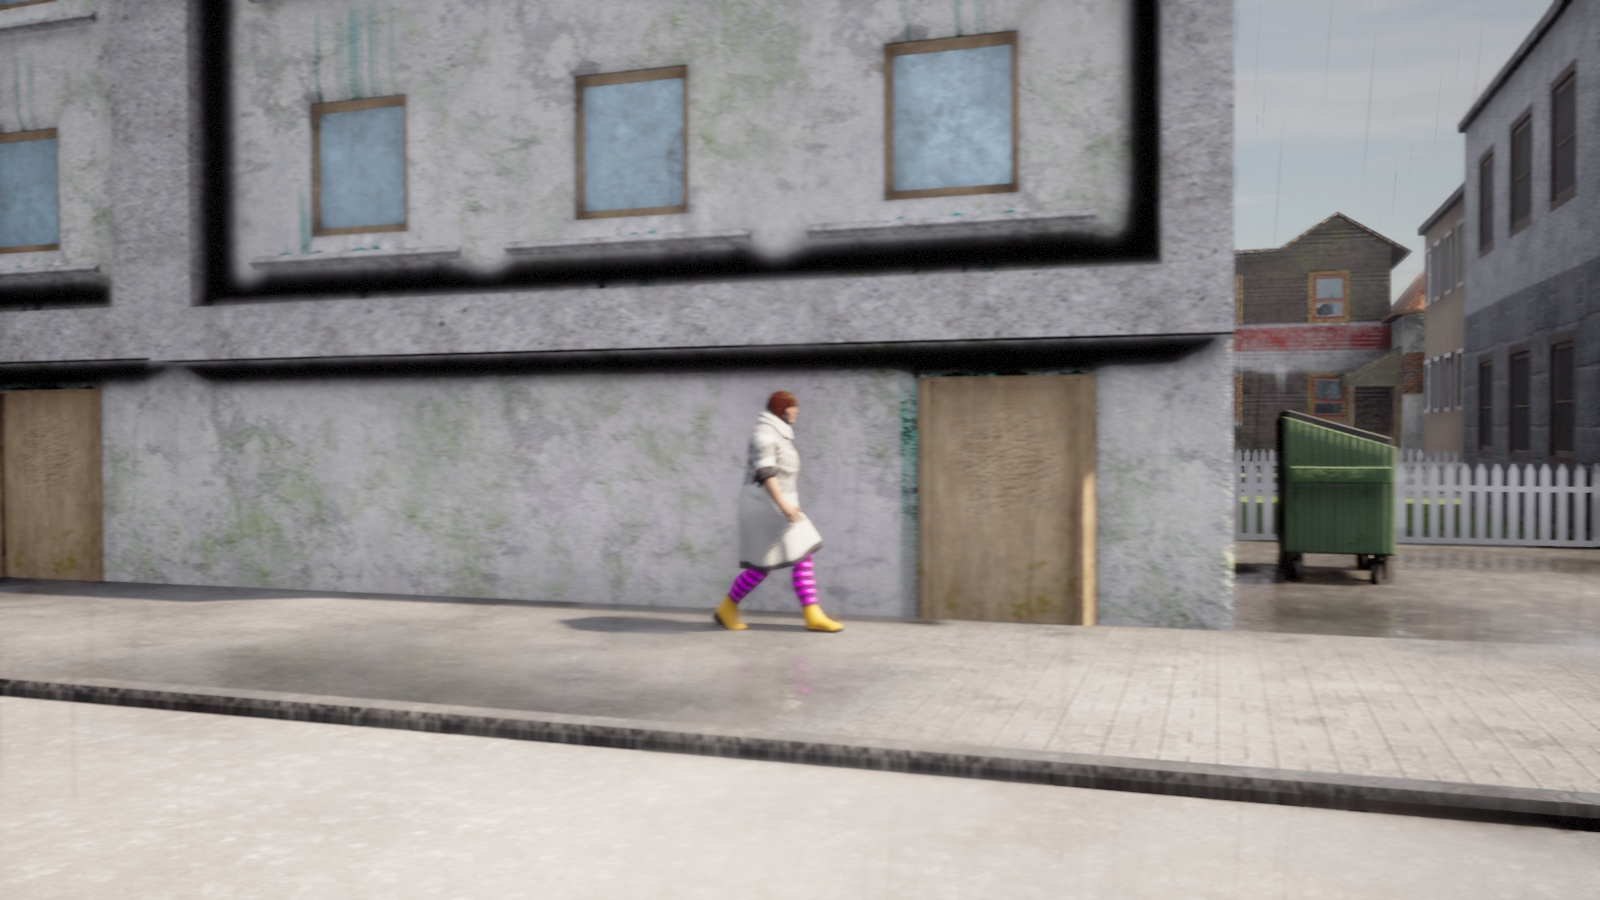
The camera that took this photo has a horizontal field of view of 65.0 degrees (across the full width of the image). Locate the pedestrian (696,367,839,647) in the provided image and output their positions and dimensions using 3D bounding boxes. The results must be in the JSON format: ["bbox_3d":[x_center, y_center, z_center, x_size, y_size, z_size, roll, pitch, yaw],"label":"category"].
[{"bbox_3d":[-0.229,0.390,9.200,0.873,1.952,0.659,0,1,19],"label":"pedestrian"}]
